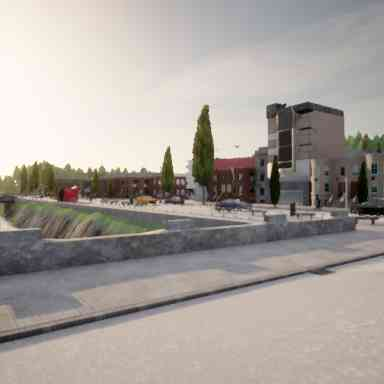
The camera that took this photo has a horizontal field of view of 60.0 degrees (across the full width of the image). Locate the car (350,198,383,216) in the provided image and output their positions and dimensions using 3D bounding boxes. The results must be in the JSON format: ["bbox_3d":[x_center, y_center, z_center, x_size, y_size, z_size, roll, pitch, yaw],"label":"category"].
[{"bbox_3d":[16.751,1.334,30.007,2.097,1.767,4.553,0,0,-35],"label":"car"}]

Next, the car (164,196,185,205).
[{"bbox_3d":[-3.062,1.508,57.781,1.812,1.442,4.674,0,0,-35],"label":"car"}]

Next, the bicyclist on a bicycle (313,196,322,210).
[{"bbox_3d":[14.991,1.329,39.699,1.656,1.620,0.582,0,0,-35],"label":"bicyclist on a bicycle"}]

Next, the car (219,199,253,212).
[{"bbox_3d":[5.092,1.510,39.162,1.812,1.442,4.674,0,0,-36],"label":"car"}]

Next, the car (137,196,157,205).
[{"bbox_3d":[-7.844,1.462,57.488,1.882,1.535,5.008,0,0,-35],"label":"car"}]
